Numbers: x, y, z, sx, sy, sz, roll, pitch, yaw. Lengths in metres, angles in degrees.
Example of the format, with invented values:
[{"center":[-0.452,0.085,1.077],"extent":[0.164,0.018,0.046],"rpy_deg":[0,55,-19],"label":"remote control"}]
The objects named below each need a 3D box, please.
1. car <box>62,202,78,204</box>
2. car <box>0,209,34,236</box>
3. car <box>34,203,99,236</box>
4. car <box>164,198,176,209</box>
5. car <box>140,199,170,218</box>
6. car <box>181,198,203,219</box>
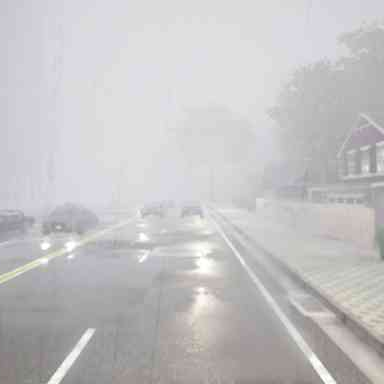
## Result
[{"center":[-9.811,1.524,26.735],"extent":[1.994,1.385,4.181],"rpy_deg":[0,0,0],"label":"car"},{"center":[-9.847,1.575,16.756],"extent":[1.895,1.301,4.718],"rpy_deg":[0,0,0],"label":"car"},{"center":[-6.511,1.537,18.202],"extent":[1.994,1.385,4.181],"rpy_deg":[0,0,0],"label":"car"},{"center":[-3.203,1.512,44.568],"extent":[1.994,1.385,4.181],"rpy_deg":[0,0,0],"label":"car"},{"center":[-3.247,1.558,29.137],"extent":[1.895,1.301,4.718],"rpy_deg":[0,0,0],"label":"car"},{"center":[0.000,1.484,28.742],"extent":[1.812,1.442,4.674],"rpy_deg":[0,0,0],"label":"car"}]
